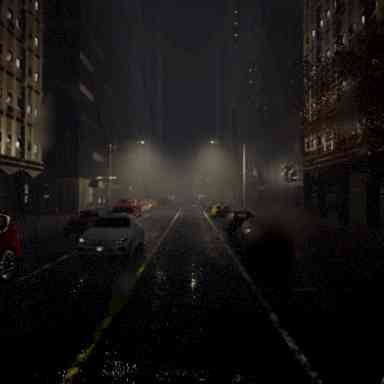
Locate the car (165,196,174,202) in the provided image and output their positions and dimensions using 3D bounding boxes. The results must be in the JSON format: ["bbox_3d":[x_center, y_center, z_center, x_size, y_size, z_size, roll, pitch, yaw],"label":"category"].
[{"bbox_3d":[-5.784,1.794,86.656,1.967,1.590,4.097,1,0,0],"label":"car"}]

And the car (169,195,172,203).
[{"bbox_3d":[-5.765,1.850,69.629,1.887,1.381,4.507,1,0,0],"label":"car"}]

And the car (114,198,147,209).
[{"bbox_3d":[-5.716,1.468,29.903,2.192,1.841,5.009,1,0,0],"label":"car"}]

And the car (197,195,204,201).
[{"bbox_3d":[2.616,1.846,69.616,1.887,1.381,4.507,1,0,0],"label":"car"}]

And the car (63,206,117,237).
[{"bbox_3d":[-5.705,1.682,18.549,1.802,1.307,4.206,0,0,0],"label":"car"}]

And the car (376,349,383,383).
[{"bbox_3d":[2.696,1.574,1.522,1.947,1.339,4.313,0,0,0],"label":"car"}]

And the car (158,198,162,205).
[{"bbox_3d":[-5.738,1.748,46.759,1.752,1.417,4.829,1,0,0],"label":"car"}]

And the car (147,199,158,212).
[{"bbox_3d":[-5.730,1.641,41.253,1.967,1.590,4.097,1,0,0],"label":"car"}]

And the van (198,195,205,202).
[{"bbox_3d":[2.591,1.705,92.316,1.690,1.788,3.998,1,0,0],"label":"van"}]

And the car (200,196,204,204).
[{"bbox_3d":[2.636,1.786,52.594,1.887,1.381,4.507,1,0,0],"label":"car"}]

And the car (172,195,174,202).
[{"bbox_3d":[-5.772,1.873,75.307,2.008,1.369,4.403,1,0,0],"label":"car"}]

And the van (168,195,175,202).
[{"bbox_3d":[-5.790,1.709,92.332,1.690,1.788,3.998,1,0,0],"label":"van"}]

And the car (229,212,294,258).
[{"bbox_3d":[2.682,1.650,12.870,1.802,1.307,4.206,0,0,0],"label":"car"}]

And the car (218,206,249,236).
[{"bbox_3d":[2.676,1.678,18.545,1.802,1.307,4.206,0,0,0],"label":"car"}]

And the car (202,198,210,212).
[{"bbox_3d":[2.649,1.763,41.244,1.947,1.339,4.313,1,0,0],"label":"car"}]

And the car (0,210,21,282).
[{"bbox_3d":[-5.689,1.358,7.201,2.192,1.841,5.009,0,0,0],"label":"car"}]

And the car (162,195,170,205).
[{"bbox_3d":[-5.758,1.852,63.955,1.947,1.339,4.313,1,0,0],"label":"car"}]

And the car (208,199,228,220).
[{"bbox_3d":[2.663,1.675,30.065,1.752,1.417,4.829,1,0,0],"label":"car"}]

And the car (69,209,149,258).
[{"bbox_3d":[-3.015,1.598,13.182,1.812,1.442,4.674,0,0,0],"label":"car"}]
